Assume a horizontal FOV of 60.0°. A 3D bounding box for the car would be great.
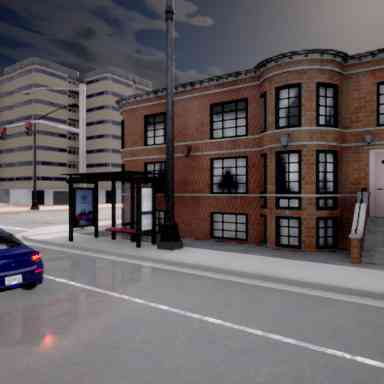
[{"bbox_3d":[-5.267,1.507,7.704,4.674,1.442,1.812,0,0,36],"label":"car"}]
